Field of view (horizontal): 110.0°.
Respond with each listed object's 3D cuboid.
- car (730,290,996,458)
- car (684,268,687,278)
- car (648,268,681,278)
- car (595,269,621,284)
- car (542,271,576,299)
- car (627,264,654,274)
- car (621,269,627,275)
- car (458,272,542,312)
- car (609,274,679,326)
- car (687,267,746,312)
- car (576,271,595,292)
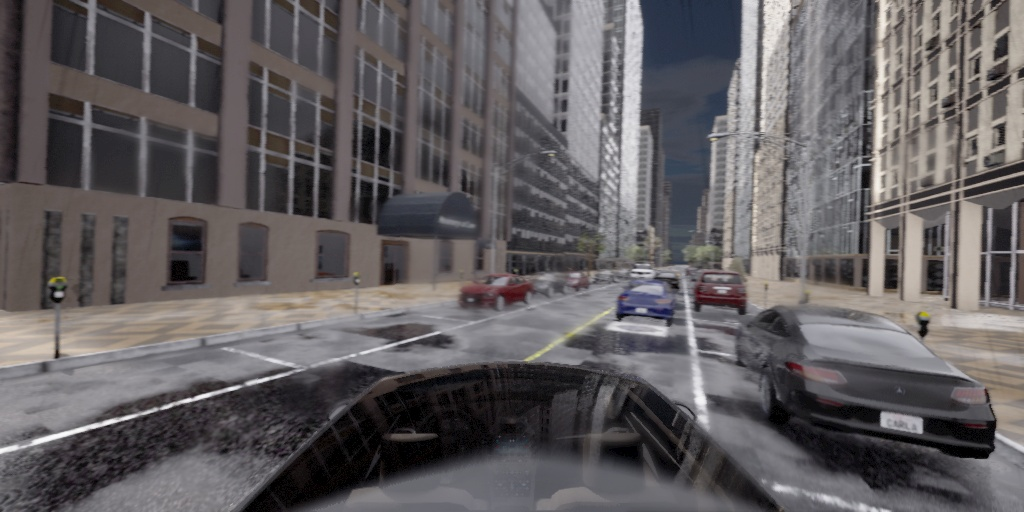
[{"bbox_3d":[4.734,1.495,5.528,1.812,1.442,4.674,2,-1,25],"label":"car"},{"bbox_3d":[21.638,2.538,42.234,2.007,1.370,4.403,0,0,25],"label":"car"},{"bbox_3d":[12.075,1.956,28.079,1.882,1.535,5.008,2,-1,25],"label":"car"},{"bbox_3d":[9.199,1.994,35.570,2.007,1.370,4.403,0,0,25],"label":"car"},{"bbox_3d":[1.884,1.559,20.174,2.007,1.370,4.403,0,0,25],"label":"car"},{"bbox_3d":[15.511,1.976,42.533,2.150,2.045,5.566,2,-1,26],"label":"car"},{"bbox_3d":[14.074,2.284,45.834,2.007,1.370,4.403,0,0,25],"label":"car"},{"bbox_3d":[-0.553,1.408,15.041,1.888,1.381,4.507,0,0,25],"label":"car"},{"bbox_3d":[5.014,1.583,13.217,1.812,1.442,4.674,2,-1,25],"label":"car"},{"bbox_3d":[9.449,1.577,16.573,2.192,1.841,5.009,0,0,25],"label":"car"},{"bbox_3d":[4.323,1.736,25.306,1.802,1.307,4.207,0,0,25],"label":"car"}]
